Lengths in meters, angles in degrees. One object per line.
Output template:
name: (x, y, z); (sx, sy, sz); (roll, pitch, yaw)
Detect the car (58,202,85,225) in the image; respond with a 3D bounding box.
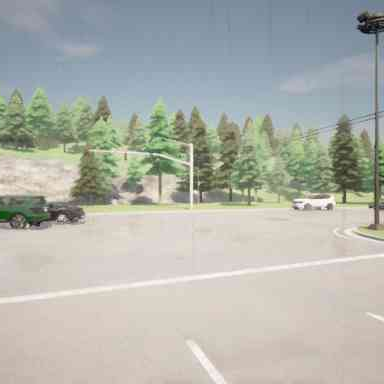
car: (-10.213, 1.504, 23.963); (4.892, 1.490, 1.837); (0, -1, 6)

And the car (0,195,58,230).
car: (-11.724, 1.221, 20.647); (5.566, 2.045, 2.150); (0, 0, 2)

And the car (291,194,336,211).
car: (14.828, 1.221, 40.603); (5.566, 2.045, 2.150); (0, 0, -19)

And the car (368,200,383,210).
car: (23.928, 1.547, 40.021); (5.357, 1.411, 2.033); (0, 0, -19)
